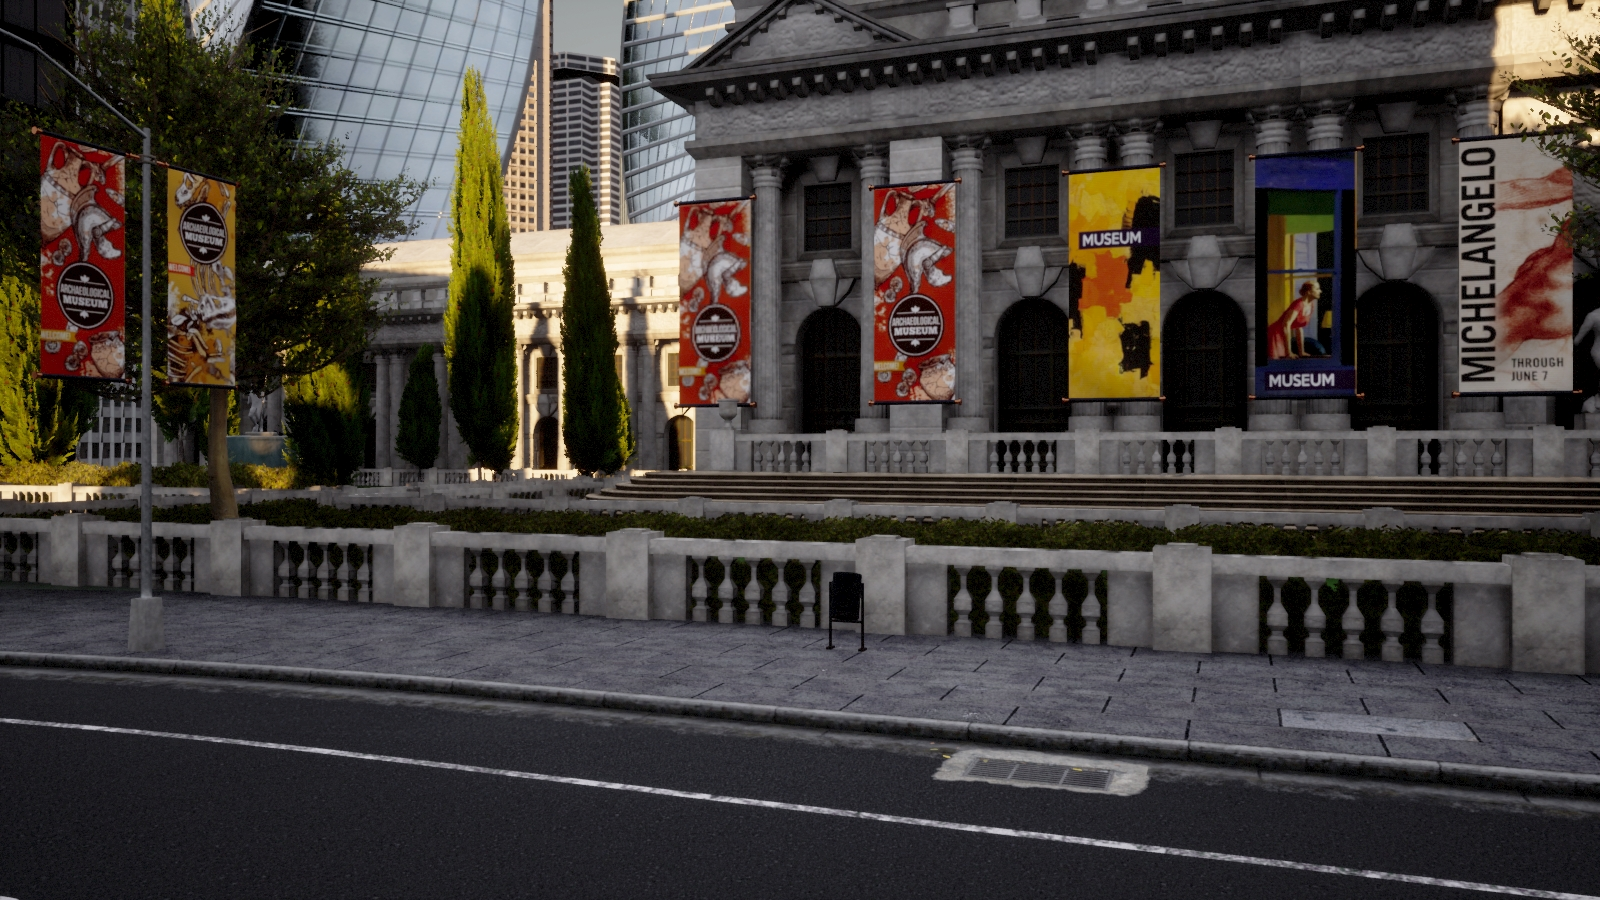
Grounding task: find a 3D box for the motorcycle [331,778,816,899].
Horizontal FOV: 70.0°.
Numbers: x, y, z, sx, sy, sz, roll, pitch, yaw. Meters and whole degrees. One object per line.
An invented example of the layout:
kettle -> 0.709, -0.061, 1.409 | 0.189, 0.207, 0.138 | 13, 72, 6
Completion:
motorcycle -> -0.967, 2.213, 5.234 | 2.033, 1.145, 0.803 | 0, 1, 4
